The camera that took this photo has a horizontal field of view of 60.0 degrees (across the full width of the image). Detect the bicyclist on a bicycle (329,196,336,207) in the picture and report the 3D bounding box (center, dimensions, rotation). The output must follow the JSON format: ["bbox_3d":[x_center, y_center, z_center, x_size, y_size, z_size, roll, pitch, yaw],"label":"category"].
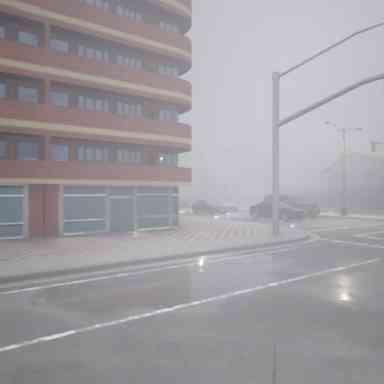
[{"bbox_3d":[19.331,1.327,45.873,1.656,1.620,0.582,0,0,-35],"label":"bicyclist on a bicycle"}]

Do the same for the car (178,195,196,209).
[{"bbox_3d":[-1.953,1.521,45.972,1.837,1.490,4.892,0,0,-34],"label":"car"}]

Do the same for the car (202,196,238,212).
[{"bbox_3d":[3.290,1.541,38.367,1.812,1.442,4.674,0,0,-35],"label":"car"}]

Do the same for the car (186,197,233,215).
[{"bbox_3d":[1.719,1.539,34.469,1.812,1.442,4.674,0,0,-35],"label":"car"}]

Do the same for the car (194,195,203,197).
[{"bbox_3d":[0.766,1.375,62.472,2.097,1.767,4.553,0,0,-35],"label":"car"}]

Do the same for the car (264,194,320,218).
[{"bbox_3d":[8.828,1.237,30.321,2.150,2.045,5.566,0,0,-34],"label":"car"}]

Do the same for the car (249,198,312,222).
[{"bbox_3d":[6.841,1.491,26.991,1.882,1.535,5.008,0,0,-34],"label":"car"}]

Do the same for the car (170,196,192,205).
[{"bbox_3d":[-2.086,1.547,60.527,1.812,1.442,4.674,0,0,-34],"label":"car"}]
